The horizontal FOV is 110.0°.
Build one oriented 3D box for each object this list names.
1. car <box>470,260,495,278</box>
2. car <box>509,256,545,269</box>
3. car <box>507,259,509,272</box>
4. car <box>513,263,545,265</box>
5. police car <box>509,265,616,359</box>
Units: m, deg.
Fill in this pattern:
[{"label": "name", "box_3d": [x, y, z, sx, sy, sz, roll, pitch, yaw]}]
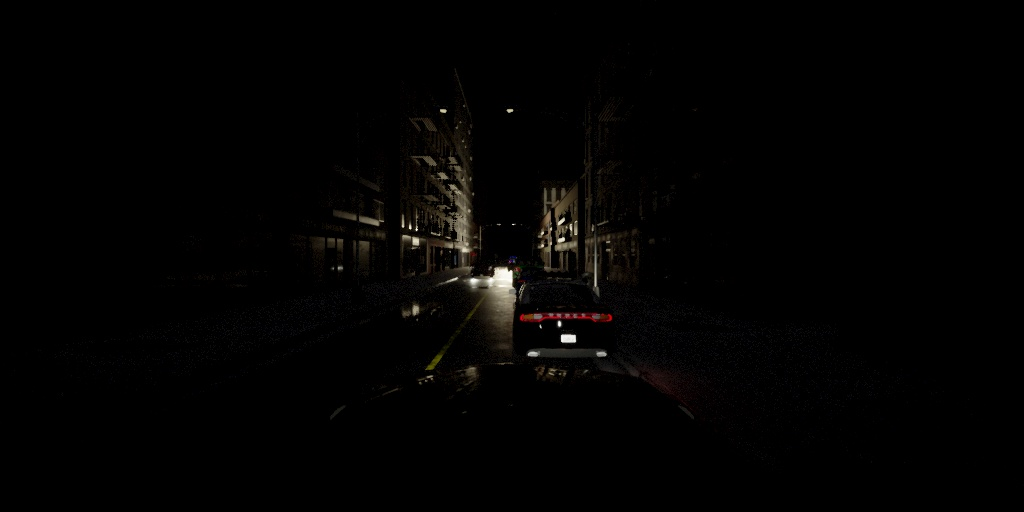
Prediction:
[{"label": "car", "box_3d": [-2.735, 1.143, 34.332, 2.097, 1.767, 4.553, 0, 0, 0]}, {"label": "car", "box_3d": [1.089, 0.993, 24.490, 2.150, 2.045, 5.566, 0, 0, 0]}, {"label": "car", "box_3d": [0.393, 1.436, 47.056, 1.895, 1.301, 4.718, 0, 0, 1]}, {"label": "car", "box_3d": [1.041, 1.285, 18.460, 1.812, 1.442, 4.674, 0, 0, 0]}, {"label": "police car", "box_3d": [0.963, 1.176, 8.569, 1.930, 1.638, 5.238, 0, 0, 0]}]
